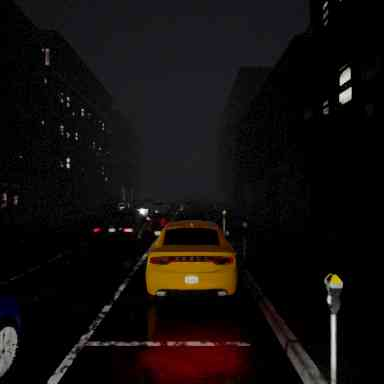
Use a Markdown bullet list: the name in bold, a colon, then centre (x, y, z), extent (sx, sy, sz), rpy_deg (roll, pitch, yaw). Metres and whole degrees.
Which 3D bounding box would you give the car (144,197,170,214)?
- **car**: centre (-3.126, 1.525, 31.971), extent (1.812, 1.442, 4.674), rpy_deg (0, 0, 0)

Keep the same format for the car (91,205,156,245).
- **car**: centre (-3.138, 1.548, 15.598), extent (2.033, 1.411, 5.357), rpy_deg (0, 0, 0)

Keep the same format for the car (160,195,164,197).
- **car**: centre (-8.834, 1.541, 87.882), extent (2.008, 1.369, 4.403), rpy_deg (0, 0, 0)

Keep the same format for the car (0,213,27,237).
- **car**: centre (-8.835, 1.583, 14.612), extent (1.802, 1.307, 4.206), rpy_deg (0, 0, 0)

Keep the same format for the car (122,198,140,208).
- **car**: centre (-8.834, 1.543, 48.430), extent (1.887, 1.381, 4.507), rpy_deg (0, 0, 0)

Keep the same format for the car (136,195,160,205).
- **car**: centre (-6.164, 1.491, 46.624), extent (2.128, 1.511, 4.902), rpy_deg (0, 0, 0)

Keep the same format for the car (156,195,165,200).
- **car**: centre (-8.834, 1.539, 93.519), extent (2.008, 1.369, 4.403), rpy_deg (0, 0, 0)

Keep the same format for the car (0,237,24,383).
- **car**: centre (-3.146, 1.477, 2.347), extent (1.882, 1.535, 5.008), rpy_deg (0, 0, 0)

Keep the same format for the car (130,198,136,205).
- **car**: centre (-8.834, 1.439, 42.793), extent (1.967, 1.590, 4.097), rpy_deg (0, 0, 0)

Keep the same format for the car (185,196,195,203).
- **car**: centre (-0.453, 1.545, 70.970), extent (2.008, 1.369, 4.403), rpy_deg (0, 0, 0)

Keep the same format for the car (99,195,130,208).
- **car**: centre (-8.833, 1.314, 37.157), extent (2.192, 1.841, 5.009), rpy_deg (0, 0, 0)

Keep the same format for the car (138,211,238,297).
- **car**: centre (-0.005, 1.478, 8.649), extent (1.882, 1.535, 5.008), rpy_deg (0, 0, 0)

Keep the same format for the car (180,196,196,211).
- **car**: centre (-0.454, 1.525, 37.323), extent (1.752, 1.417, 4.829), rpy_deg (0, 0, 0)

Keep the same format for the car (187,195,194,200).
- **car**: centre (-0.452, 1.513, 93.685), extent (1.752, 1.417, 4.829), rpy_deg (0, 0, 0)
